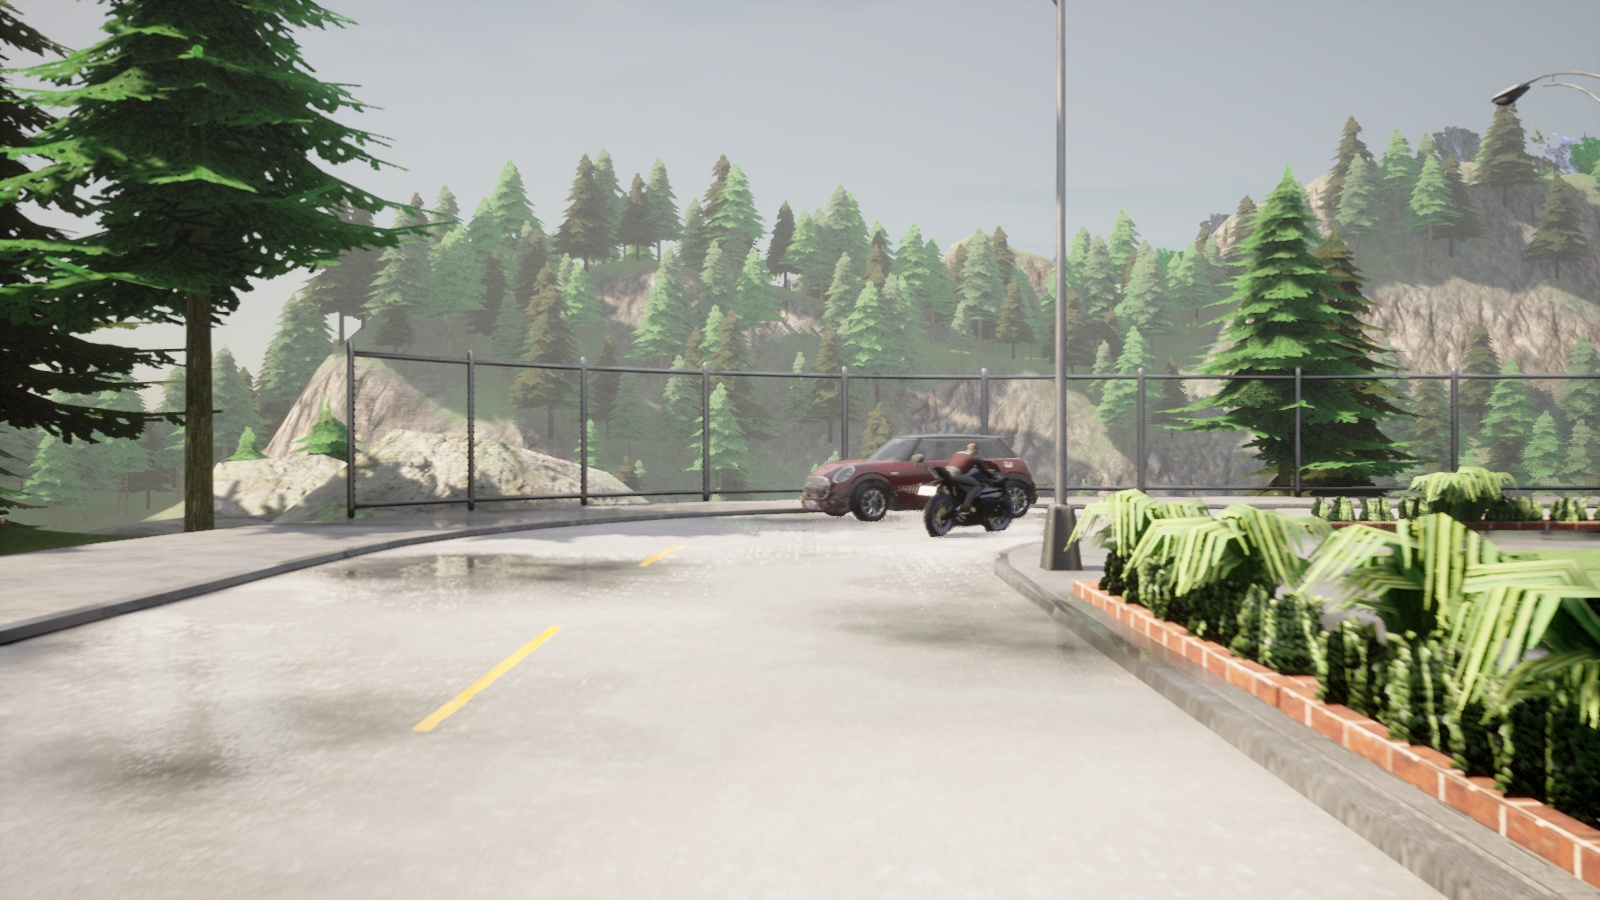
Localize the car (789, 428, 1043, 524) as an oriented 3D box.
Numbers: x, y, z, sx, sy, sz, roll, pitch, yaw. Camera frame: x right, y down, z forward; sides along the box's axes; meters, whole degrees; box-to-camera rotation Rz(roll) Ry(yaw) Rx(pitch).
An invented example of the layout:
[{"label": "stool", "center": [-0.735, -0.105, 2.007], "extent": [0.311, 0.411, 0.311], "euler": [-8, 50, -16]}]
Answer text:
[{"label": "car", "center": [2.271, 0.468, 24.905], "extent": [4.553, 1.767, 2.097], "euler": [0, 0, -19]}]

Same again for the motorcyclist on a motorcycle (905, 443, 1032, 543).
[{"label": "motorcyclist on a motorcycle", "center": [2.786, 0.669, 20.589], "extent": [2.191, 1.530, 0.866], "euler": [0, 2, -45]}]
